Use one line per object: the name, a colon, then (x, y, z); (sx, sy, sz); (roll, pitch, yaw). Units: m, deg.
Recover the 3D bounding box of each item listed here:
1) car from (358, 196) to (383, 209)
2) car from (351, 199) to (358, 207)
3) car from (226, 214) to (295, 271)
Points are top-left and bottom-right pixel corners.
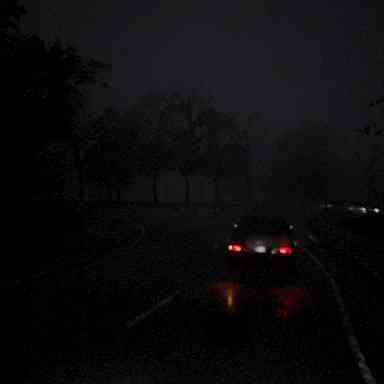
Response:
car: (24.361, 1.309, 43.474); (4.553, 1.767, 2.097); (2, 0, -34)
car: (25.123, 1.481, 48.213); (5.008, 1.535, 1.882); (2, 0, -34)
car: (2.233, 1.424, 10.594); (2.033, 1.411, 5.357); (0, 1, 13)
